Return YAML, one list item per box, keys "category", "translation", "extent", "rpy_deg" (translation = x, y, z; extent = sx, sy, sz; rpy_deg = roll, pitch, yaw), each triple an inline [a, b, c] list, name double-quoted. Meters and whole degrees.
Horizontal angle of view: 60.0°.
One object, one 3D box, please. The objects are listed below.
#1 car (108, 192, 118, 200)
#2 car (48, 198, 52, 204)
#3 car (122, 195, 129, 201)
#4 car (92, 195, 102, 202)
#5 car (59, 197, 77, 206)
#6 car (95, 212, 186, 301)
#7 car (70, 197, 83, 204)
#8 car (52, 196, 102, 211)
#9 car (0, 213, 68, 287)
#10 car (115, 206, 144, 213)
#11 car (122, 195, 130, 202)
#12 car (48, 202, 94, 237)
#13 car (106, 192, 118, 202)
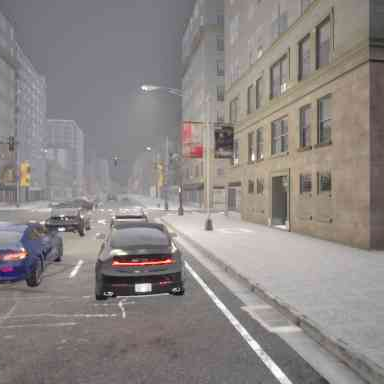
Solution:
- category: "car"
  translation: [-20.852, 1.119, 87.980]
  extent: [2.150, 2.045, 5.566]
  rpy_deg: [0, 0, -11]
- category: "car"
  translation: [-19.583, 1.512, 48.176]
  extent: [2.128, 1.511, 4.902]
  rpy_deg: [0, 0, -14]
- category: "car"
  translation: [-17.907, 1.503, 89.816]
  extent: [1.882, 1.535, 5.008]
  rpy_deg: [0, 0, -11]
- category: "car"
  translation: [-22.057, 1.500, 77.531]
  extent: [1.837, 1.490, 4.892]
  rpy_deg: [0, 0, -11]
- category: "car"
  translation: [-21.437, 1.571, 57.745]
  extent: [2.033, 1.411, 5.357]
  rpy_deg: [0, 0, -11]
- category: "car"
  translation: [-1.369, 1.506, 8.470]
  extent: [1.837, 1.490, 4.892]
  rpy_deg: [0, 0, -11]
- category: "car"
  translation: [-23.362, 1.620, 67.586]
  extent: [1.895, 1.301, 4.718]
  rpy_deg: [0, 0, -11]
- category: "car"
  translation: [-12.749, 1.526, 37.293]
  extent: [1.837, 1.490, 4.892]
  rpy_deg: [1, 1, 29]
- category: "car"
  translation: [-4.793, 1.528, 9.032]
  extent: [1.812, 1.442, 4.674]
  rpy_deg: [0, 0, -11]
- category: "car"
  translation: [-3.311, 1.496, 17.591]
  extent: [2.128, 1.511, 4.902]
  rpy_deg: [0, 0, -11]
- category: "car"
  translation: [-15.928, 1.620, 80.021]
  extent: [1.895, 1.301, 4.718]
  rpy_deg: [0, 0, -11]
- category: "car"
  translation: [-6.606, 1.510, 17.998]
  extent: [1.837, 1.490, 4.892]
  rpy_deg: [0, 0, -11]
- category: "car"
  translation: [-18.788, 1.246, 77.767]
  extent: [2.150, 2.045, 5.566]
  rpy_deg: [0, 0, -11]
